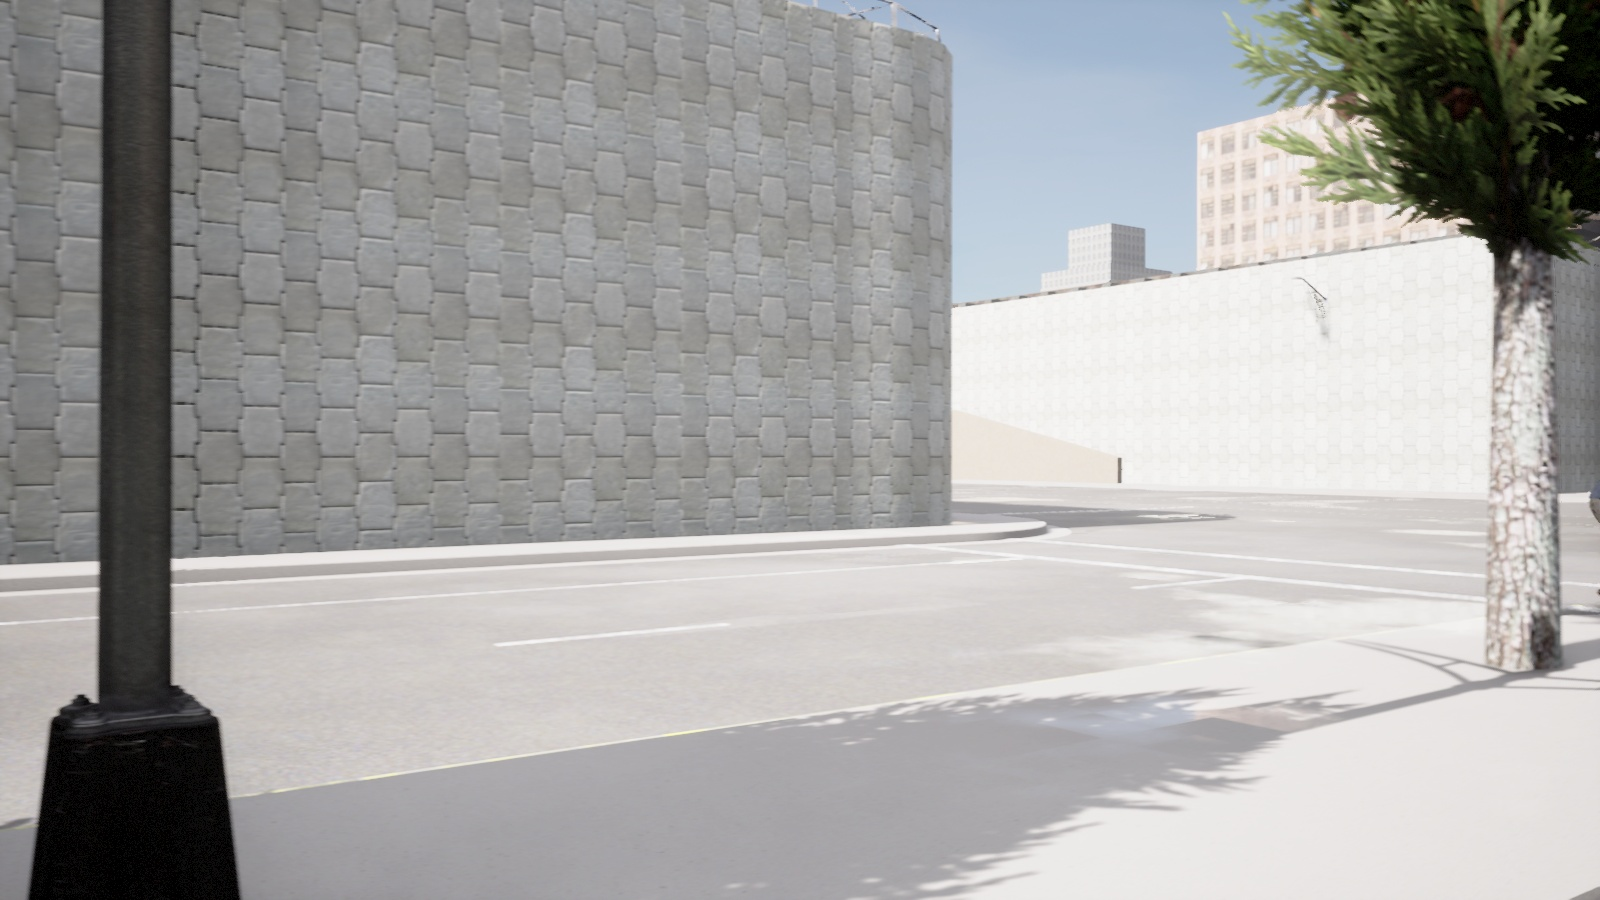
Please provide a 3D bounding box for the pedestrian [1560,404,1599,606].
[{"bbox_3d":[7.697,0.502,11.752,0.900,1.855,0.874,0,0,38],"label":"pedestrian"}]
